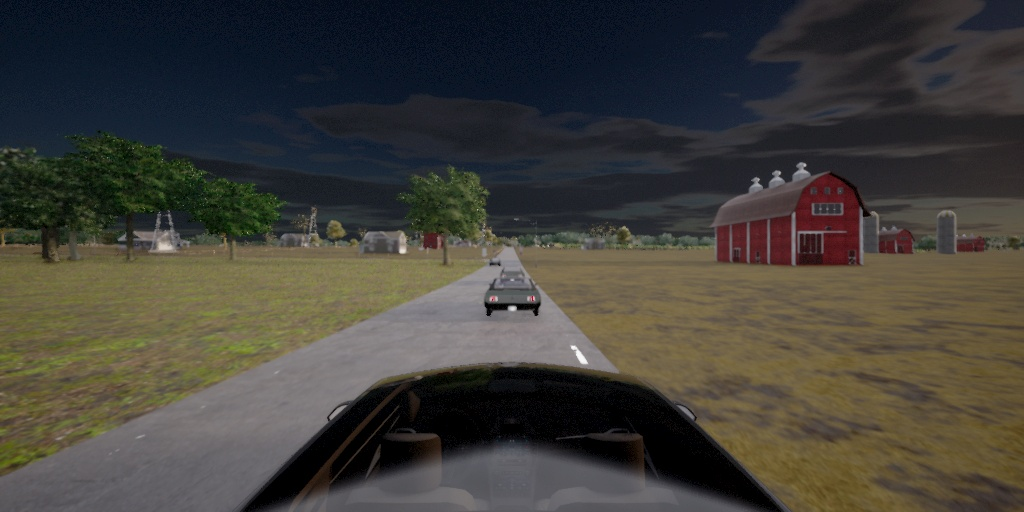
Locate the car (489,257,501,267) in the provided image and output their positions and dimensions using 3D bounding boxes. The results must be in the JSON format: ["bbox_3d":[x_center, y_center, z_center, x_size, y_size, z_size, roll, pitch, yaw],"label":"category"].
[{"bbox_3d":[-2.827,0.993,60.549,1.882,1.535,5.008,0,2,1],"label":"car"}]

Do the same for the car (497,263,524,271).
[{"bbox_3d":[0.024,1.465,28.667,1.895,1.301,4.718,0,0,0],"label":"car"}]

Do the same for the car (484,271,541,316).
[{"bbox_3d":[0.033,1.407,13.676,1.895,1.301,4.718,0,0,0],"label":"car"}]
